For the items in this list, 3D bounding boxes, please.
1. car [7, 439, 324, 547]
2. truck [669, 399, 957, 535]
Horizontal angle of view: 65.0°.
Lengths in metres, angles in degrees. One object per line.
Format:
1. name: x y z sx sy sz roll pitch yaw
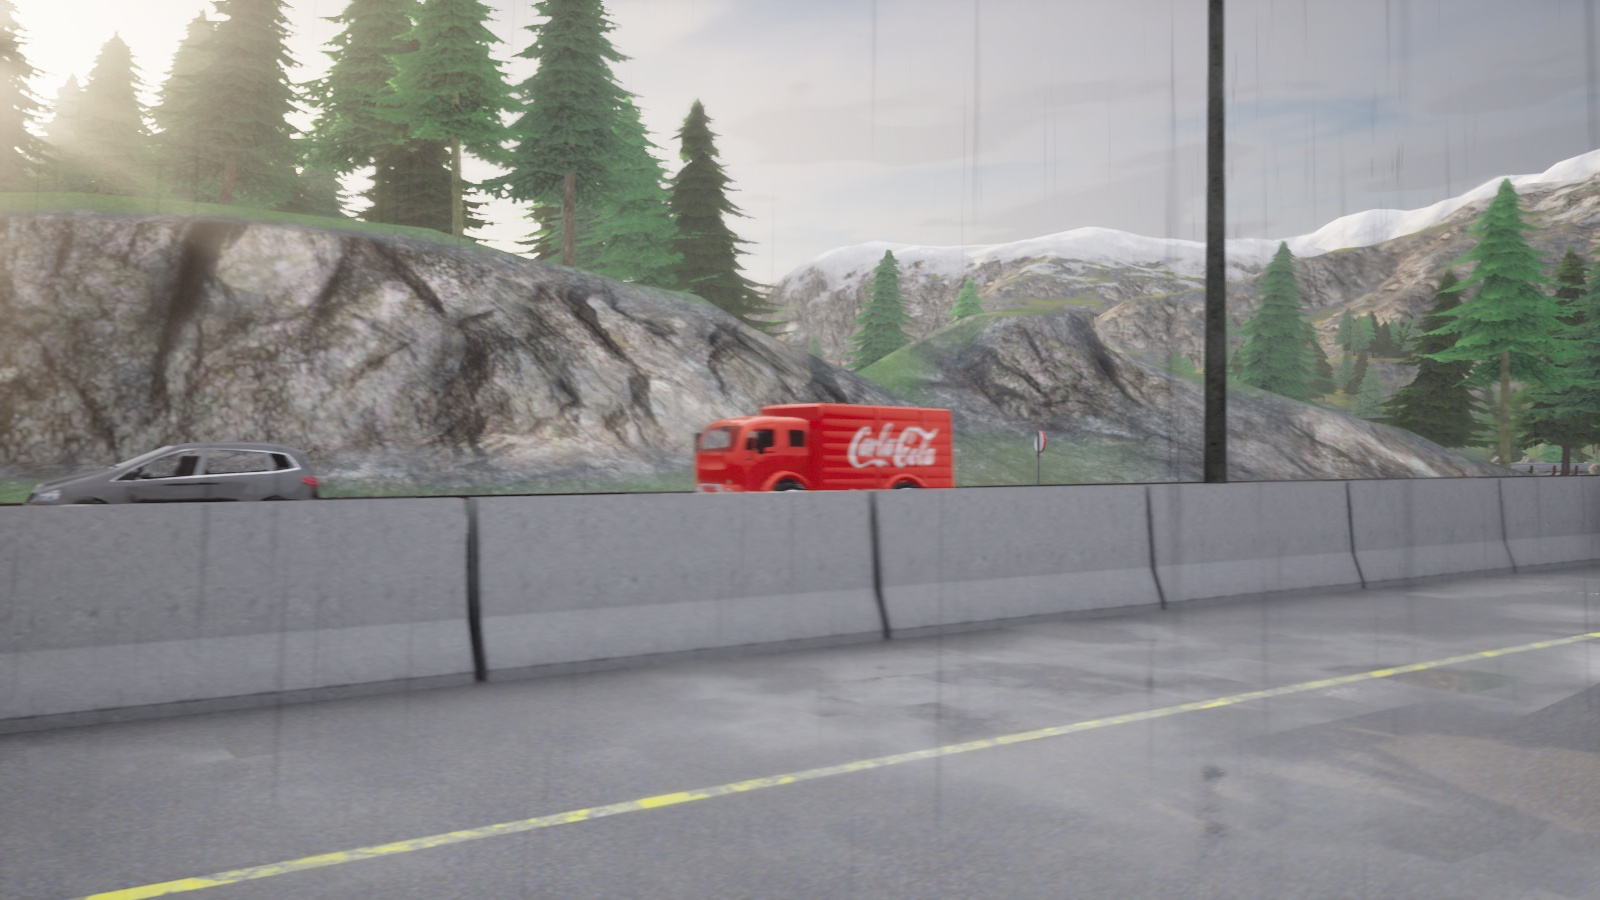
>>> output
1. car: -10.895 0.665 21.662 4.611 1.667 2.242 0 0 -35
2. truck: 0.308 0.323 25.197 5.204 2.467 2.627 0 0 -35
